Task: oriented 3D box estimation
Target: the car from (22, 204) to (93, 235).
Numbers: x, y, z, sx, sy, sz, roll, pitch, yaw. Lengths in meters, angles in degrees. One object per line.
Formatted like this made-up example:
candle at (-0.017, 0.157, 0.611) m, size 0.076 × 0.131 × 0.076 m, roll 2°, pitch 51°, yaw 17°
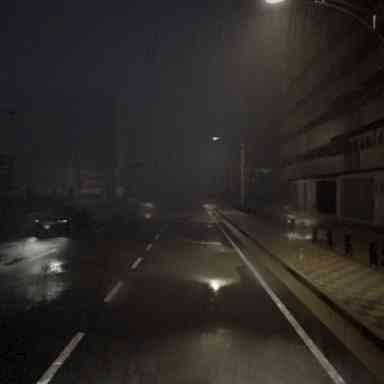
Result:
car at (-7.037, 1.438, 18.606) m, size 2.128 × 1.511 × 4.902 m, roll 0°, pitch 0°, yaw 0°

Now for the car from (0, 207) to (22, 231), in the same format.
car at (-10.548, 1.475, 17.392) m, size 2.033 × 1.411 × 5.357 m, roll 0°, pitch 0°, yaw 0°
